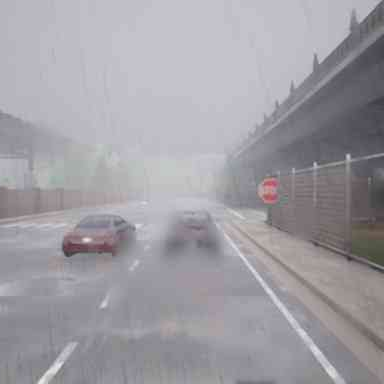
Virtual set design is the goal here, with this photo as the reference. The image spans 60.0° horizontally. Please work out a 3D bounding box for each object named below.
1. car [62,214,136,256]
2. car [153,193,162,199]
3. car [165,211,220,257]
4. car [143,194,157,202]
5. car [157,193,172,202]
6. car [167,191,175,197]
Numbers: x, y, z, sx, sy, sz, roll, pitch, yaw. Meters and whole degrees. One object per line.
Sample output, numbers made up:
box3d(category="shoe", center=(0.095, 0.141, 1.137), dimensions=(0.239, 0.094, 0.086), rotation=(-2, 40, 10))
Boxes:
box3d(category="car", center=(-3.455, 1.562, 13.056), dimensions=(1.994, 1.385, 4.181), rotation=(0, 0, 0))
box3d(category="car", center=(-9.232, 1.075, 88.628), dimensions=(1.882, 1.535, 5.008), rotation=(0, 0, 1))
box3d(category="car", center=(0.042, 1.489, 12.876), dimensions=(2.128, 1.511, 4.902), rotation=(0, 0, 0))
box3d(category="car", center=(-9.494, 1.485, 73.214), dimensions=(1.837, 1.490, 4.892), rotation=(0, 0, 1))
box3d(category="car", center=(-5.995, 1.485, 73.156), dimensions=(1.837, 1.490, 4.892), rotation=(0, 0, 1))
box3d(category="car", center=(-5.733, 0.822, 88.539), dimensions=(2.150, 2.045, 5.566), rotation=(0, 0, 1))
